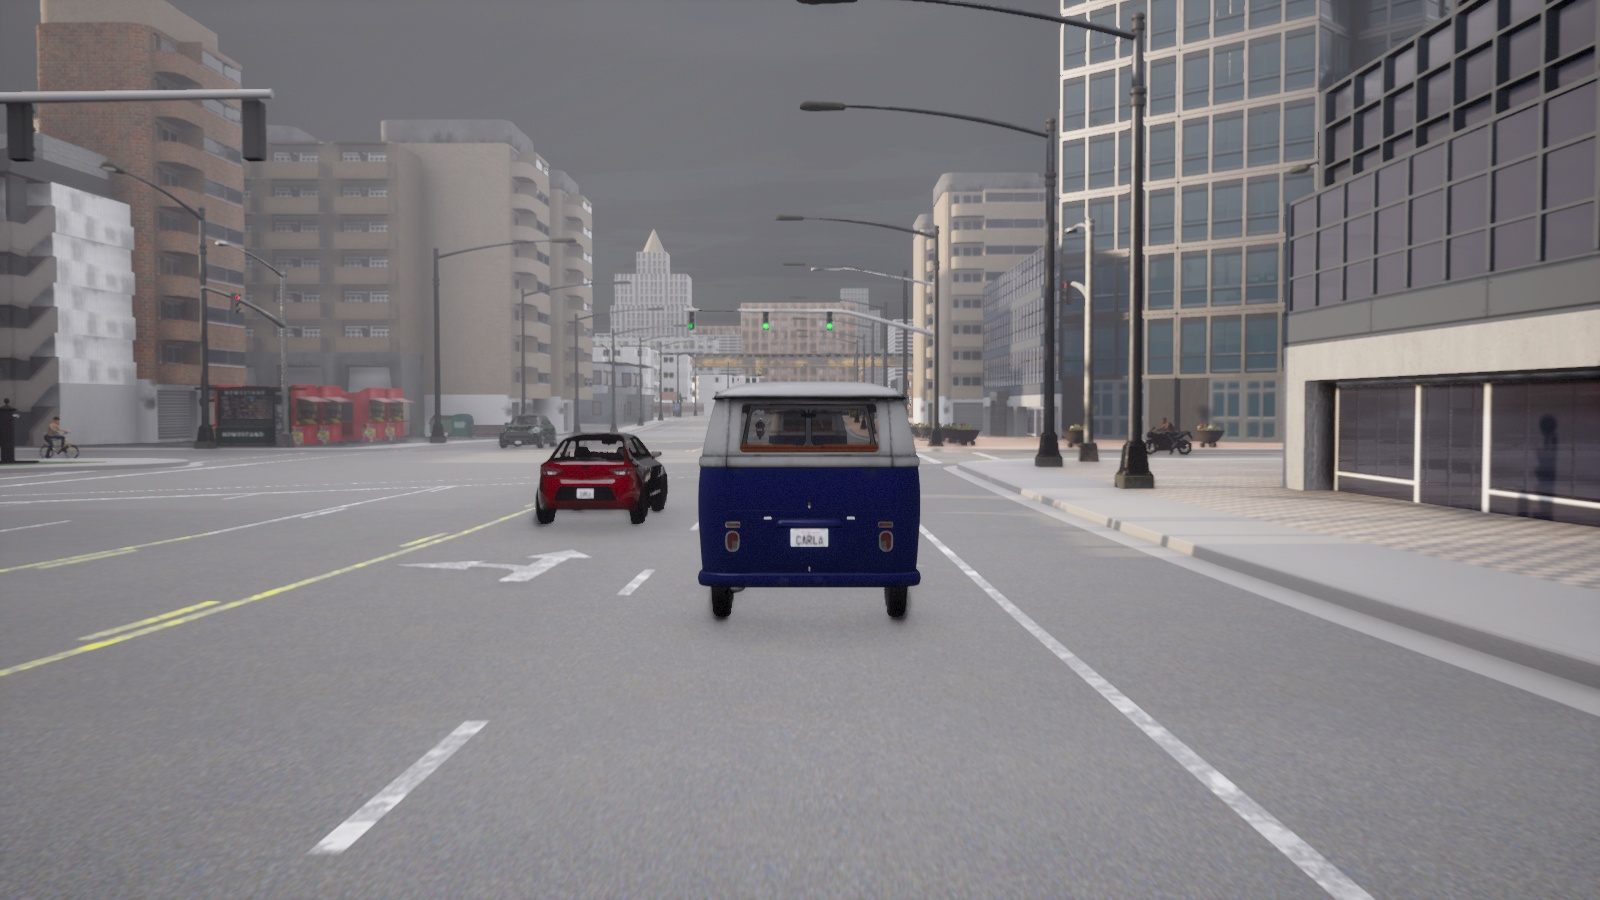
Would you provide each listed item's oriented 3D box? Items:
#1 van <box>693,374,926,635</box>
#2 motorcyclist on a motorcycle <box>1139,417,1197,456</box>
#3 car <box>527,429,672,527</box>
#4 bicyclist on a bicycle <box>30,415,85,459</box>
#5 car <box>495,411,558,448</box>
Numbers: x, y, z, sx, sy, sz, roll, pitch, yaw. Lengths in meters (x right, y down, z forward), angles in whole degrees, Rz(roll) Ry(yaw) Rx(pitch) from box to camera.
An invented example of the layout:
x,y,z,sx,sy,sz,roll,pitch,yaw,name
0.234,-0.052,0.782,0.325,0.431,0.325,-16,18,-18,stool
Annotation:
x,y,z,sx,sy,sz,roll,pitch,yaw,name
0.083,0.376,11.771,1.775,1.987,4.442,0,1,0,van
14.581,-0.534,49.803,2.044,1.523,0.797,0,2,1,motorcyclist on a motorcycle
-3.360,0.411,21.791,1.816,1.474,4.193,0,2,0,car
-27.706,-0.503,46.883,1.509,1.612,0.866,0,2,1,bicyclist on a bicycle
-13.624,-1.036,62.831,2.097,1.767,4.553,0,1,0,car
